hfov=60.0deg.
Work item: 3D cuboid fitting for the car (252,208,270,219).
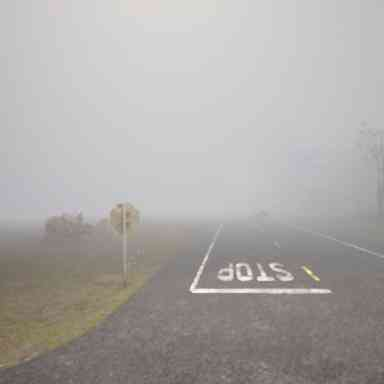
[{"bbox_3d":[9.749,3.014,46.351,1.812,1.442,4.674,-2,-2,8],"label":"car"}]
